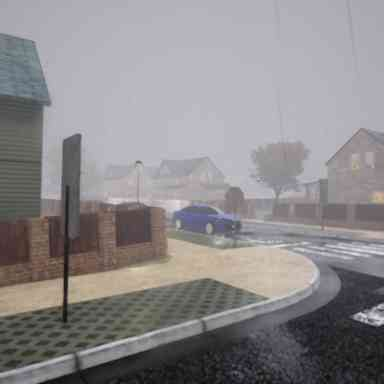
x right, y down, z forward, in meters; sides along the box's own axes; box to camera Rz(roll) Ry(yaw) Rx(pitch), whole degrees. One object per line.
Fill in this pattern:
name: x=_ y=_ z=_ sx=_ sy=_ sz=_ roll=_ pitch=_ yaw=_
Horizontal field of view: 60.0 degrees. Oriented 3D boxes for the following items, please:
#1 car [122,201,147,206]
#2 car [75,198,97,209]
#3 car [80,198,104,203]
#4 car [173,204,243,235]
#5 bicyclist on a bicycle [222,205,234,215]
car: x=-4.548 y=1.524 z=26.855 sx=1.837 sy=1.490 sz=4.892 roll=2 pitch=-1 yaw=-33
car: x=-15.547 y=1.658 z=48.784 sx=1.812 sy=1.442 sz=4.674 roll=2 pitch=-1 yaw=-34
car: x=-10.242 y=1.567 z=35.462 sx=1.812 sy=1.442 sz=4.674 roll=2 pitch=-1 yaw=-33
car: x=0.760 y=1.476 z=18.843 sx=1.882 sy=1.535 sz=5.008 roll=2 pitch=-1 yaw=-33
bicyclist on a bicycle: x=2.806 y=1.458 z=26.366 sx=1.656 sy=1.620 sz=0.582 roll=1 pitch=-1 yaw=-34
